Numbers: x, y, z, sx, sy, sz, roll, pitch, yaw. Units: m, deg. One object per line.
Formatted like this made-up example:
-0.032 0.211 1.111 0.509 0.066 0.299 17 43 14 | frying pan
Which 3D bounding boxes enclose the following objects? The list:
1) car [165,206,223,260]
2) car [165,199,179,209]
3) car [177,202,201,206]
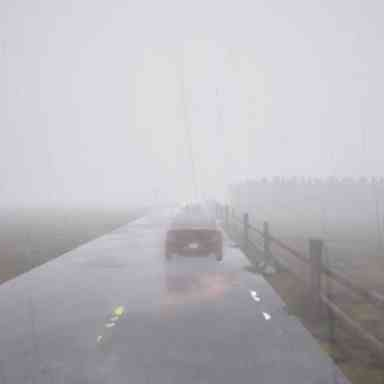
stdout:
0.077 1.483 12.501 1.882 1.535 5.008 0 0 1 | car
-2.829 1.751 48.223 1.994 1.385 4.181 0 0 0 | car
0.073 1.615 27.076 1.994 1.385 4.181 0 0 0 | car
